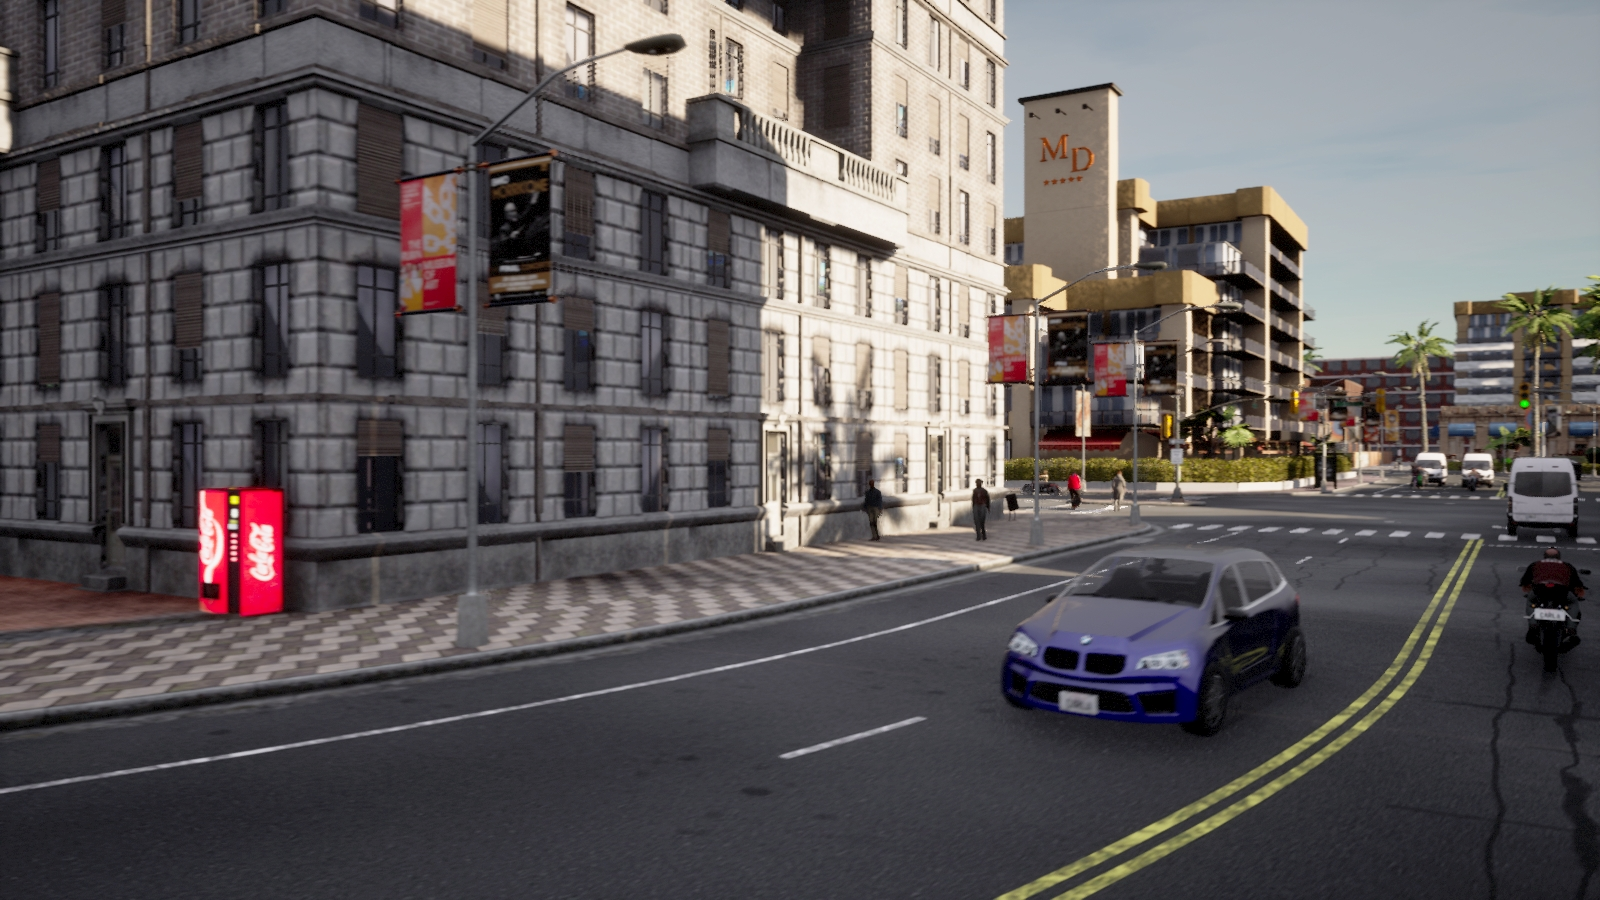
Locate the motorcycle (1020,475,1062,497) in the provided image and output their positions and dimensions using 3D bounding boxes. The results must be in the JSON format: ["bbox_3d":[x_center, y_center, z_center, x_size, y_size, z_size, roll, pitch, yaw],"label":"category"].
[{"bbox_3d":[14.747,2.197,69.973,2.356,1.277,0.764,0,0,34],"label":"motorcycle"}]

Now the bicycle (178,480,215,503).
[{"bbox_3d":[-32.992,2.249,62.471,0.329,1.171,1.835,0,0,34],"label":"bicycle"}]

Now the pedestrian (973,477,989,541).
[{"bbox_3d":[5.253,1.710,33.222,0.375,1.860,0.375,0,0,25],"label":"pedestrian"}]

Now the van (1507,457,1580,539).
[{"bbox_3d":[25.530,1.544,39.312,1.988,2.561,5.915,0,0,32],"label":"van"}]

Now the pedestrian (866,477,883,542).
[{"bbox_3d":[2.150,1.711,33.007,0.375,1.860,0.375,0,0,30],"label":"pedestrian"}]

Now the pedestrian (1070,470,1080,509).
[{"bbox_3d":[13.050,1.869,54.227,0.375,1.860,0.375,0,0,32],"label":"pedestrian"}]

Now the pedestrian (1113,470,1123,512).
[{"bbox_3d":[14.495,1.868,52.102,0.375,1.860,0.375,0,0,31],"label":"pedestrian"}]

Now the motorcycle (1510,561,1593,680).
[{"bbox_3d":[10.036,2.209,15.225,0.867,1.251,2.209,0,0,35],"label":"motorcycle"}]

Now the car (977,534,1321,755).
[{"bbox_3d":[4.146,1.972,13.019,2.242,1.667,4.611,0,0,38],"label":"car"}]

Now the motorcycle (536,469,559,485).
[{"bbox_3d":[-20.992,2.231,95.109,0.856,1.236,1.805,0,0,30],"label":"motorcycle"}]
